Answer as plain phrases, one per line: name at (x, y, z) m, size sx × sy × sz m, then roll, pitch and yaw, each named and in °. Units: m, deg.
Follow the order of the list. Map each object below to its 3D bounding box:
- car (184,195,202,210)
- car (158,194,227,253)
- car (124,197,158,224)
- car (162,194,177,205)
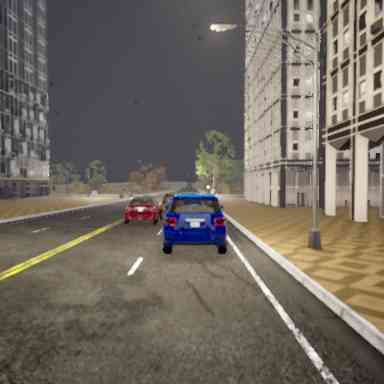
car at (0.100, 1.104, 36.641) m, size 1.812 × 1.442 × 4.674 m, roll 0°, pitch 1°, yaw 0°
car at (0.102, 1.073, 13.077) m, size 2.150 × 2.045 × 5.566 m, roll 0°, pitch 1°, yaw 0°
car at (-3.150, 1.096, 22.464) m, size 2.097 × 1.767 × 4.553 m, roll 0°, pitch 1°, yaw 0°
car at (-3.150, 0.982, 46.977) m, size 1.812 × 1.442 × 4.674 m, roll 0°, pitch 1°, yaw 0°
